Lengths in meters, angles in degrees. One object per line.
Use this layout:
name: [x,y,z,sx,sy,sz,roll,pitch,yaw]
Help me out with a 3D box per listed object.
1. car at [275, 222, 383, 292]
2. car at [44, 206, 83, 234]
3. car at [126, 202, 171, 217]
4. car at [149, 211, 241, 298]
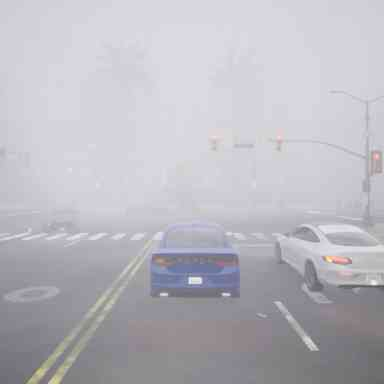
car: [3.572,1.526,8.837,1.812,1.442,4.674,0,0,0]
car: [-7.531,1.547,19.690,2.033,1.411,5.357,0,0,-19]
car: [-3.918,1.564,30.383,4.181,1.385,1.994,0,0,0]
car: [0.071,1.478,8.589,1.882,1.535,5.008,0,0,0]
